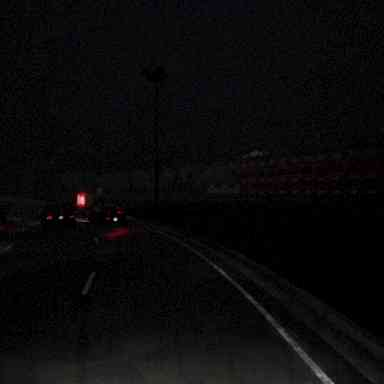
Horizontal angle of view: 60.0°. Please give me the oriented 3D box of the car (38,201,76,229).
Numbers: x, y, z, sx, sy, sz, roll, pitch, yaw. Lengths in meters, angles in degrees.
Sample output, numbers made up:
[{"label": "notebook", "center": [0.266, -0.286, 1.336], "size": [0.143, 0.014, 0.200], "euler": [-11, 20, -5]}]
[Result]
[{"label": "car", "center": [-8.864, 1.552, 21.702], "size": [2.033, 1.411, 5.357], "euler": [0, 0, -28]}]

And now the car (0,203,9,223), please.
[{"label": "car", "center": [-14.945, 1.512, 24.997], "size": [1.882, 1.535, 5.008], "euler": [0, 0, -29]}]

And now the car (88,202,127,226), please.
[{"label": "car", "center": [-6.026, 1.489, 23.502], "size": [1.837, 1.490, 4.892], "euler": [0, 0, -27]}]

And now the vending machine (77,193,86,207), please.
[{"label": "vending machine", "center": [-16.218, 1.182, 48.948], "size": [1.100, 2.100, 0.880], "euler": [0, 0, -31]}]
